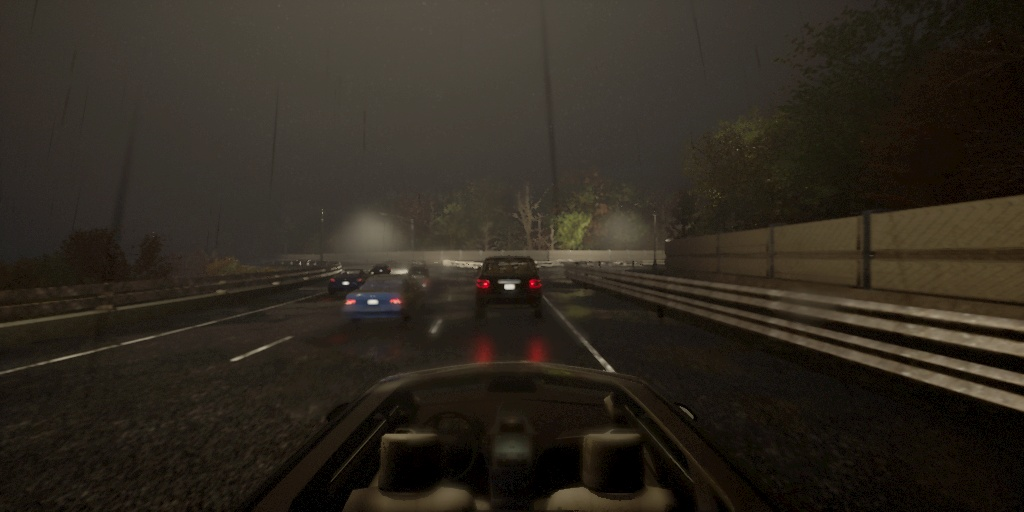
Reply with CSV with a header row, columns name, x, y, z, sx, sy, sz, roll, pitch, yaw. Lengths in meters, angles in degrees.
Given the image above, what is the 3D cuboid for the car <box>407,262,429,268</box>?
name,x,y,z,sx,sy,sz,roll,pitch,yaw
car,-9.312,1.357,35.694,2.128,1.511,4.902,0,0,-18

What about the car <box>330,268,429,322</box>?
name,x,y,z,sx,sy,sz,roll,pitch,yaw
car,-4.158,1.338,12.501,2.033,1.411,5.357,0,0,-6

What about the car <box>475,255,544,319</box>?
name,x,y,z,sx,sy,sz,roll,pitch,yaw
car,-0.121,1.000,13.171,2.150,2.045,5.566,0,0,-1

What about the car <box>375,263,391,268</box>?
name,x,y,z,sx,sy,sz,roll,pitch,yaw
car,-13.808,1.449,37.884,1.994,1.385,4.181,0,0,-20

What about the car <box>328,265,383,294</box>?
name,x,y,z,sx,sy,sz,roll,pitch,yaw
car,-8.947,1.390,20.511,1.994,1.385,4.181,0,0,-10
